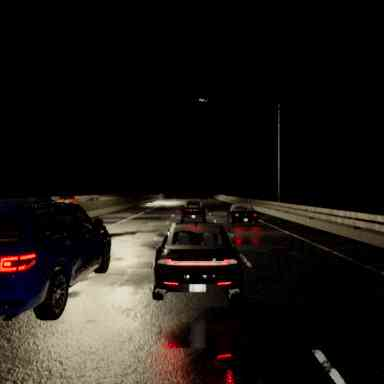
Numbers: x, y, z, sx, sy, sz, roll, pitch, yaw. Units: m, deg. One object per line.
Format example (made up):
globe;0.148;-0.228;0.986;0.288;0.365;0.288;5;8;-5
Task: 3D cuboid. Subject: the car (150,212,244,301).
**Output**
car;0.099;1.484;8.305;2.128;1.511;4.902;0;0;0

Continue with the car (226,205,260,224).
car;3.598;1.579;24.479;1.895;1.301;4.718;0;0;0

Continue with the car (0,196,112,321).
car;-3.396;1.215;7.391;2.150;2.045;5.566;0;0;0

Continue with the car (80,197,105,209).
car;-14.005;1.503;47.150;2.033;1.411;5.357;0;0;0

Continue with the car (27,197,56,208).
car;-21.008;1.465;46.787;1.837;1.490;4.892;0;0;0

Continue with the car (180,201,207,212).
car;0.099;1.481;25.944;1.837;1.490;4.892;0;0;0
